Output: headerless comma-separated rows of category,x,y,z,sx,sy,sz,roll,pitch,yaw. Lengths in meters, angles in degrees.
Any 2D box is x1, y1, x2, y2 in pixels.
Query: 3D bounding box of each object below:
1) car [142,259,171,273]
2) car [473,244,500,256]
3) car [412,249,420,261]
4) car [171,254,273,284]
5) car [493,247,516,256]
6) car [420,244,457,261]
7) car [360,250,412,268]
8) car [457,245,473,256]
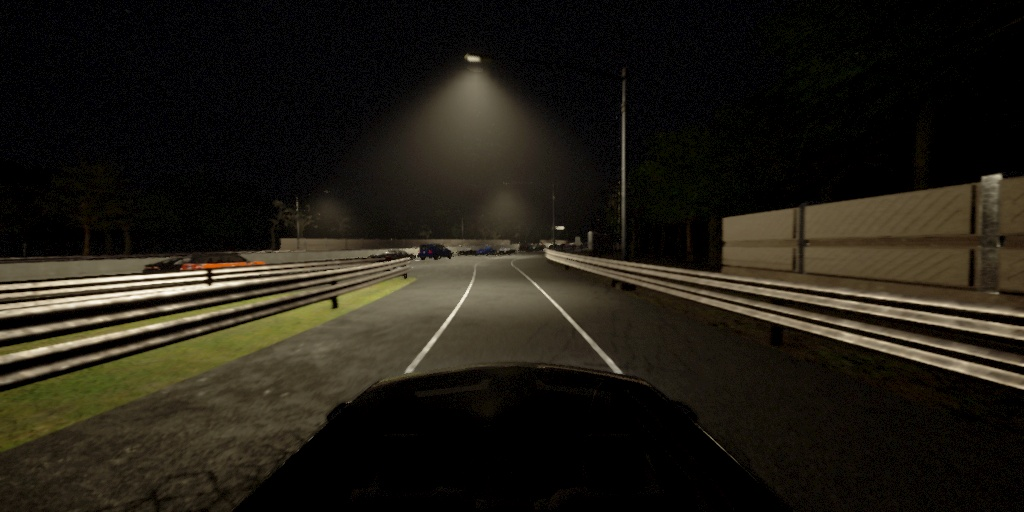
car,-20.807,0.816,23.473,2.128,1.511,4.902,0,2,20
car,-4.168,-0.868,59.951,1.882,1.535,5.008,0,2,20
car,-13.807,-0.008,43.230,2.033,1.411,5.357,0,2,20
car,-17.525,0.677,22.254,2.097,1.767,4.553,0,2,20
car,-0.864,-0.747,58.796,1.895,1.301,4.718,0,2,20
car,-9.493,-0.462,44.924,2.150,2.045,5.566,0,2,20
car,-10.877,0.464,30.540,1.994,1.385,4.181,0,2,20
car,-7.460,-0.745,61.133,1.895,1.301,4.718,0,2,20
